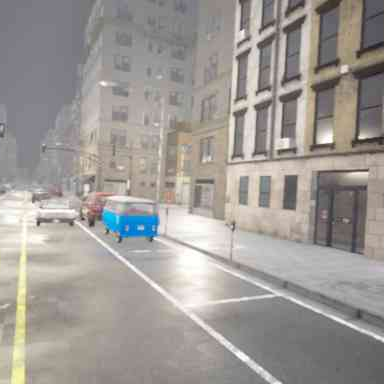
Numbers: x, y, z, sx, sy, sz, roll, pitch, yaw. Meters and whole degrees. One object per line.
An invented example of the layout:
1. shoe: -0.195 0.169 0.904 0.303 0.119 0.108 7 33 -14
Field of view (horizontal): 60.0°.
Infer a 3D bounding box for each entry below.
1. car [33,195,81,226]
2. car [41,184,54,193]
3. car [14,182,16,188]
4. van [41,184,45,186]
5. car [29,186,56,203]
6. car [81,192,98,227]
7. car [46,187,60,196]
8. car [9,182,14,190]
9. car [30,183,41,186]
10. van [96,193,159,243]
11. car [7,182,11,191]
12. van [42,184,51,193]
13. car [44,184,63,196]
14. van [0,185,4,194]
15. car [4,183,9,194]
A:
1. car: -7.681 1.098 18.549 1.895 1.301 4.718 3 0 -26
2. car: -31.407 -0.732 72.334 2.192 1.841 5.009 3 0 -26
3. car: -43.450 -1.176 78.418 2.008 1.369 4.403 3 0 -26
4. van: -29.002 -0.552 67.494 1.690 1.788 3.998 3 0 -26
5. car: -16.451 0.429 36.290 2.128 1.511 4.902 3 0 -26
6. car: -5.243 0.938 19.483 2.192 1.841 5.009 3 0 -26
7. car: -24.201 -0.035 57.818 2.008 1.369 4.403 3 0 -26
8. car: -40.973 -1.043 73.425 1.752 1.417 4.829 3 0 -26
9. car: -33.025 -0.532 69.533 1.895 1.301 4.718 3 0 -26
10. van: -2.796 1.120 14.547 1.690 1.788 3.998 3 0 -26
11. car: -33.849 -0.568 59.051 1.887 1.381 4.507 3 0 -26
12. van: -33.814 -0.860 77.173 1.690 1.788 3.998 3 0 -26
13. car: -21.783 -0.117 52.977 2.192 1.841 5.009 3 0 -26
14. van: -26.637 -0.311 44.525 1.690 1.788 3.998 3 0 -26
15. car: -31.450 -0.393 54.209 1.947 1.339 4.313 3 0 -26
